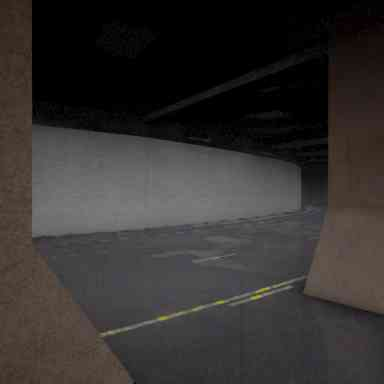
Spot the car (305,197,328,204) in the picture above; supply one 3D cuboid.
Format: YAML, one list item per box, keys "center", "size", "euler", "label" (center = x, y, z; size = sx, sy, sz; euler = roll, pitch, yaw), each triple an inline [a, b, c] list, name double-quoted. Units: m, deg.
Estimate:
- center: [23.851, 1.614, 63.485]
  size: [1.895, 1.301, 4.718]
  euler: [0, 0, -20]
  label: "car"
